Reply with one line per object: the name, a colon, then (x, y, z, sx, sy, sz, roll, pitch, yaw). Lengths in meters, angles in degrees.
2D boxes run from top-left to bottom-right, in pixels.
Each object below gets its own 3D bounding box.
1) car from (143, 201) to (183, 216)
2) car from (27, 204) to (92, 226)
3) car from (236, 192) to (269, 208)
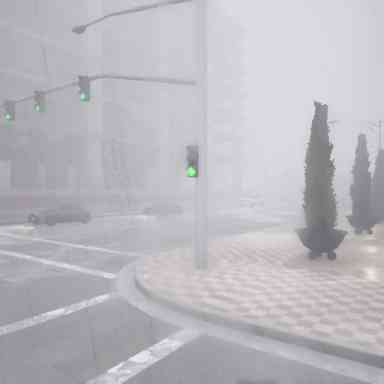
car: (-2.759, 1.559, 32.093, 1.994, 1.385, 4.181, 0, 0, 36)
car: (-9.162, 1.559, 23.249, 1.994, 1.385, 4.181, 0, 0, 36)
car: (8.417, 1.218, 47.452, 2.150, 2.045, 5.566, 0, 0, 36)
